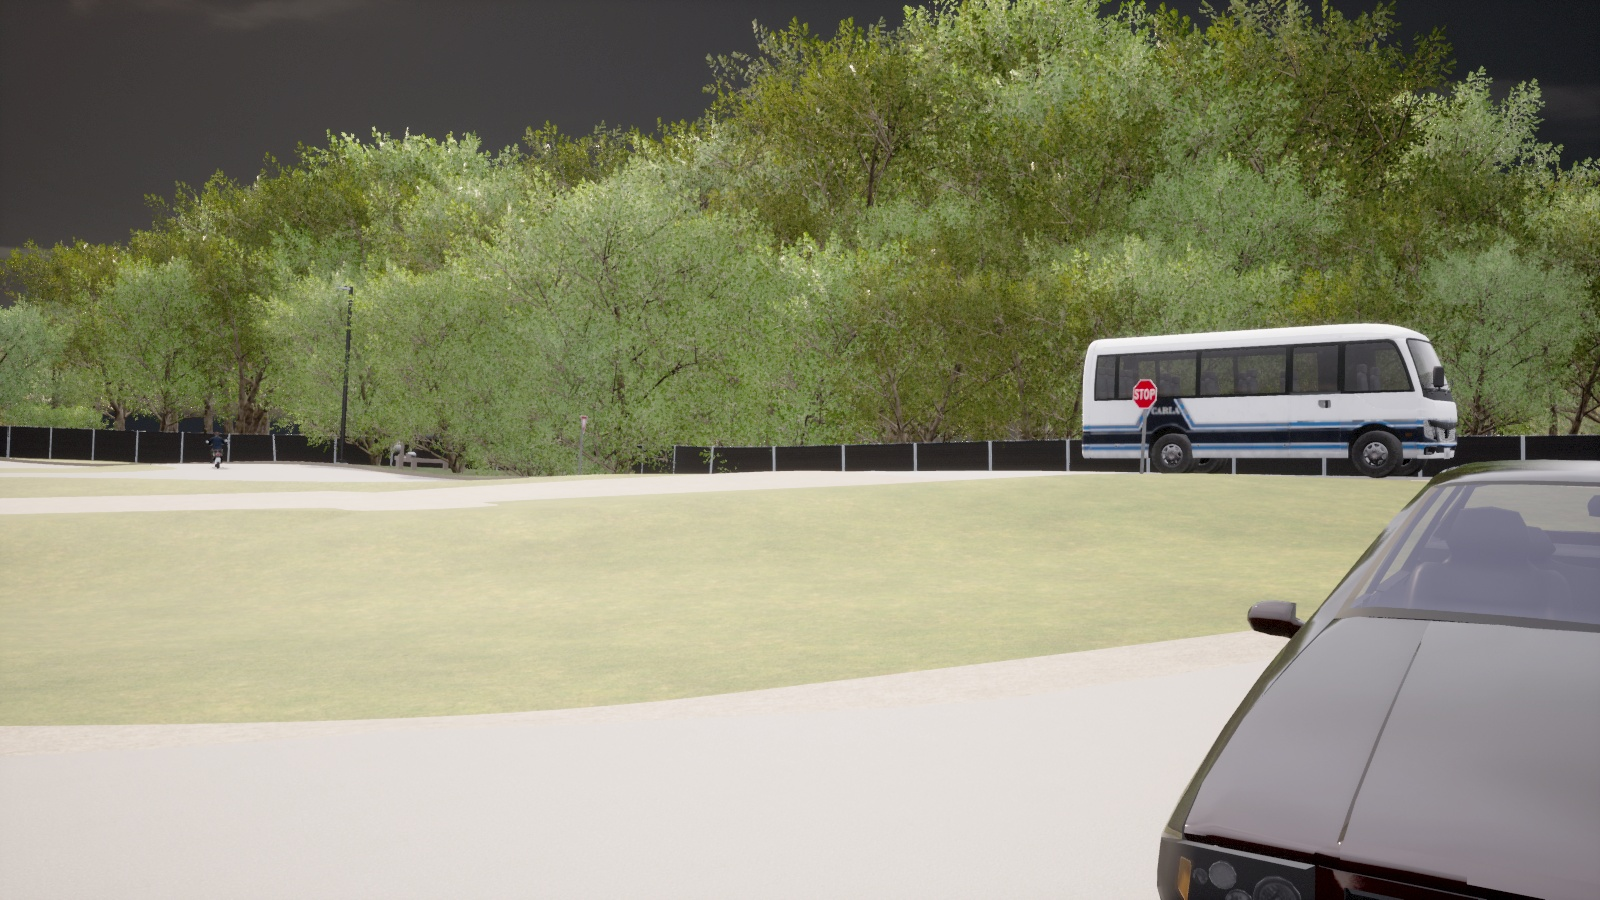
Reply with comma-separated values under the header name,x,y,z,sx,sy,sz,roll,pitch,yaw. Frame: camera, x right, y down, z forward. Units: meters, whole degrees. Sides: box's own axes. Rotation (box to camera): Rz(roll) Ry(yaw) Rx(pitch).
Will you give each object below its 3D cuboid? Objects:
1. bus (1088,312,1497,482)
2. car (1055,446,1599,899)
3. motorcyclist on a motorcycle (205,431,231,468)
name,x,y,z,sx,sy,sz,roll,pitch,yaw
bus,13.963,-1.336,36.281,10.273,4.253,3.944,0,0,39
car,2.823,0.751,4.234,2.033,1.411,5.357,2,2,33
motorcyclist on a motorcycle,-25.516,-0.043,55.038,0.866,1.590,1.817,-1,2,-29
